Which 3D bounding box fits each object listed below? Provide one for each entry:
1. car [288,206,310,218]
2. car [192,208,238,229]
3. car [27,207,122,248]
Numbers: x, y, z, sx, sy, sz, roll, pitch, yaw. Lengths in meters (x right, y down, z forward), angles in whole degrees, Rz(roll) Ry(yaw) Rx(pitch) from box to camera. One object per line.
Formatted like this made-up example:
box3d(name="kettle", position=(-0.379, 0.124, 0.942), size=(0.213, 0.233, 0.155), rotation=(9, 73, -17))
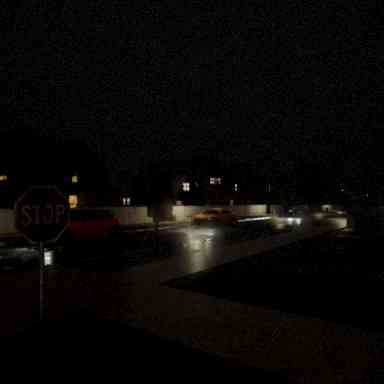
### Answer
box3d(name="car", position=(14.636, 2.686, 45.239), size=(2.128, 1.511, 4.902), rotation=(-1, -2, 35))
box3d(name="car", position=(1.968, 2.097, 27.403), size=(1.882, 1.535, 5.008), rotation=(-1, -2, 35))
box3d(name="car", position=(-5.672, 1.647, 16.482), size=(2.097, 1.767, 4.553), rotation=(0, -2, 34))
